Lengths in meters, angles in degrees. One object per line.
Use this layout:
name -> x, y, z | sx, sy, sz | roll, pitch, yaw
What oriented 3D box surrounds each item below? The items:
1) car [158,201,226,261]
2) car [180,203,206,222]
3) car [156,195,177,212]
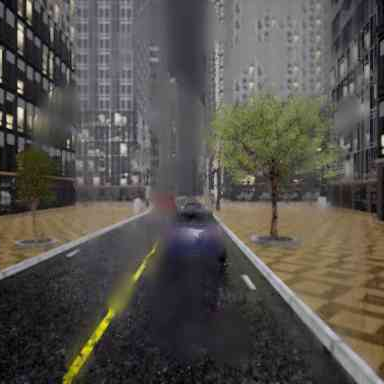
car -> 0.069, 1.386, 12.612 | 2.097, 1.767, 4.553 | 0, 0, 0
car -> 0.073, 1.646, 28.053 | 1.994, 1.385, 4.181 | 0, 0, 0
car -> -3.059, 1.350, 40.553 | 2.150, 2.045, 5.566 | 0, -1, 0
